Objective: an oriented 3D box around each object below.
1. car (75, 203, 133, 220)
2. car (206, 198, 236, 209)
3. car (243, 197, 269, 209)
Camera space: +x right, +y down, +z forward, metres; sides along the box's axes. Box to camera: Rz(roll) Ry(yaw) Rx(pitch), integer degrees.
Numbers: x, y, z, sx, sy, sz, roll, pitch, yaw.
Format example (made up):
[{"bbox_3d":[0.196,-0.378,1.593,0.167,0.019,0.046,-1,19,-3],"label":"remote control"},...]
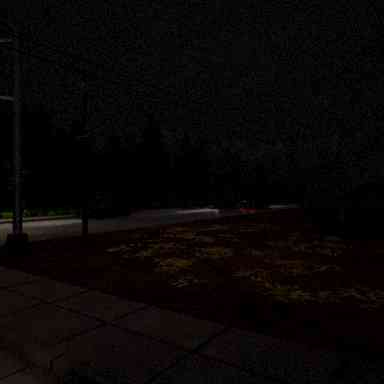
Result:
[{"bbox_3d":[-7.326,1.589,27.889,1.895,1.301,4.718,0,0,37],"label":"car"},{"bbox_3d":[3.748,1.493,42.805,1.895,1.301,4.718,0,0,37],"label":"car"},{"bbox_3d":[8.343,1.360,42.830,2.128,1.511,4.902,0,0,37],"label":"car"}]
